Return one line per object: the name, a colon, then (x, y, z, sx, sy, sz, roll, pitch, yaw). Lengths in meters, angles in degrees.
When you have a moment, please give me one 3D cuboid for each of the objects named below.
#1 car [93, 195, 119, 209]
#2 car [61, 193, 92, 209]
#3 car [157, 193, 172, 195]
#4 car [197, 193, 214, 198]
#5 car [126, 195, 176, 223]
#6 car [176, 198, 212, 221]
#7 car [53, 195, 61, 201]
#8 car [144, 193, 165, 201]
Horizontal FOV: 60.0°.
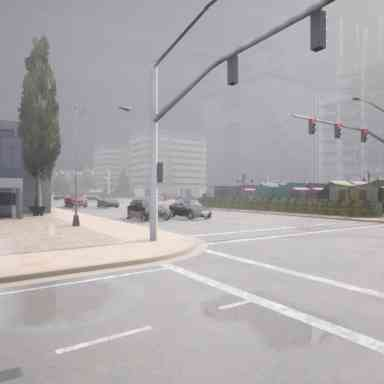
car: (-11.403, 1.477, 45.026, 1.882, 1.535, 5.008, 0, 0, -32)
car: (-15.980, 1.223, 45.724, 2.150, 2.045, 5.566, 0, 0, -32)
car: (-7.537, 1.156, 78.716, 3.866, 1.878, 1.905, 0, 0, -34)
car: (3.462, 1.156, 62.465, 3.866, 1.878, 1.905, 0, 0, -34)
car: (-3.472, 1.352, 26.035, 2.097, 1.767, 4.553, 0, 0, -32)
car: (-0.264, 1.490, 27.511, 2.128, 1.511, 4.902, 0, 0, -33)
car: (-35.264, 1.478, 88.004, 1.882, 1.535, 5.008, 0, 0, -35)
car: (-9.109, 1.153, 81.147, 4.605, 1.855, 1.932, 0, 0, -34)
